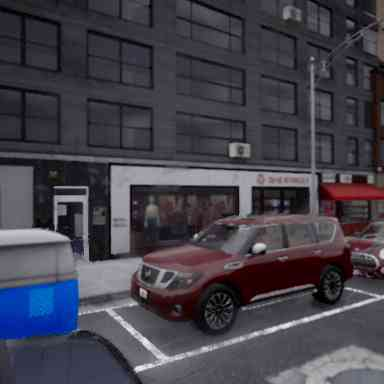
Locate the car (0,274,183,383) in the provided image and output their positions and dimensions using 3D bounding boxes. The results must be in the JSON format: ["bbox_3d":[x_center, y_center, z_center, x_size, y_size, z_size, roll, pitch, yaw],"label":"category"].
[{"bbox_3d":[-2.691,1.562,1.329,5.357,1.411,2.033,1,-1,-32],"label":"car"}]

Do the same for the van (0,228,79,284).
[{"bbox_3d":[-3.424,1.396,4.038,3.998,1.788,1.690,1,-2,-32],"label":"van"}]

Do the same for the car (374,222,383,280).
[{"bbox_3d":[6.017,1.621,10.007,4.097,1.590,1.967,1,-2,-32],"label":"car"}]

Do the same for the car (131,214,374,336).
[{"bbox_3d":[1.296,1.433,7.025,5.009,1.841,2.192,1,-2,-32],"label":"car"}]
